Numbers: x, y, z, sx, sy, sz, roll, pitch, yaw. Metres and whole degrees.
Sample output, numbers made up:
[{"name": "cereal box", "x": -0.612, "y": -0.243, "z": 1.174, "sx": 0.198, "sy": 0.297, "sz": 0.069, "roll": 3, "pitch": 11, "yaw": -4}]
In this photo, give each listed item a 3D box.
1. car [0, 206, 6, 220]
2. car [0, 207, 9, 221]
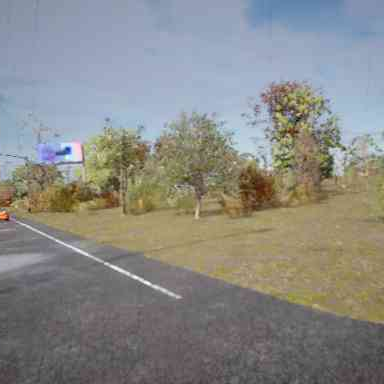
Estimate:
[{"name": "car", "x": -26.976, "y": 2.856, "z": 45.668, "sx": 2.097, "sy": 1.767, "sz": 4.553, "roll": -3, "pitch": 0, "yaw": -32}, {"name": "car", "x": -23.439, "y": 2.659, "z": 40.193, "sx": 2.097, "sy": 1.767, "sz": 4.553, "roll": -3, "pitch": 0, "yaw": -32}]
